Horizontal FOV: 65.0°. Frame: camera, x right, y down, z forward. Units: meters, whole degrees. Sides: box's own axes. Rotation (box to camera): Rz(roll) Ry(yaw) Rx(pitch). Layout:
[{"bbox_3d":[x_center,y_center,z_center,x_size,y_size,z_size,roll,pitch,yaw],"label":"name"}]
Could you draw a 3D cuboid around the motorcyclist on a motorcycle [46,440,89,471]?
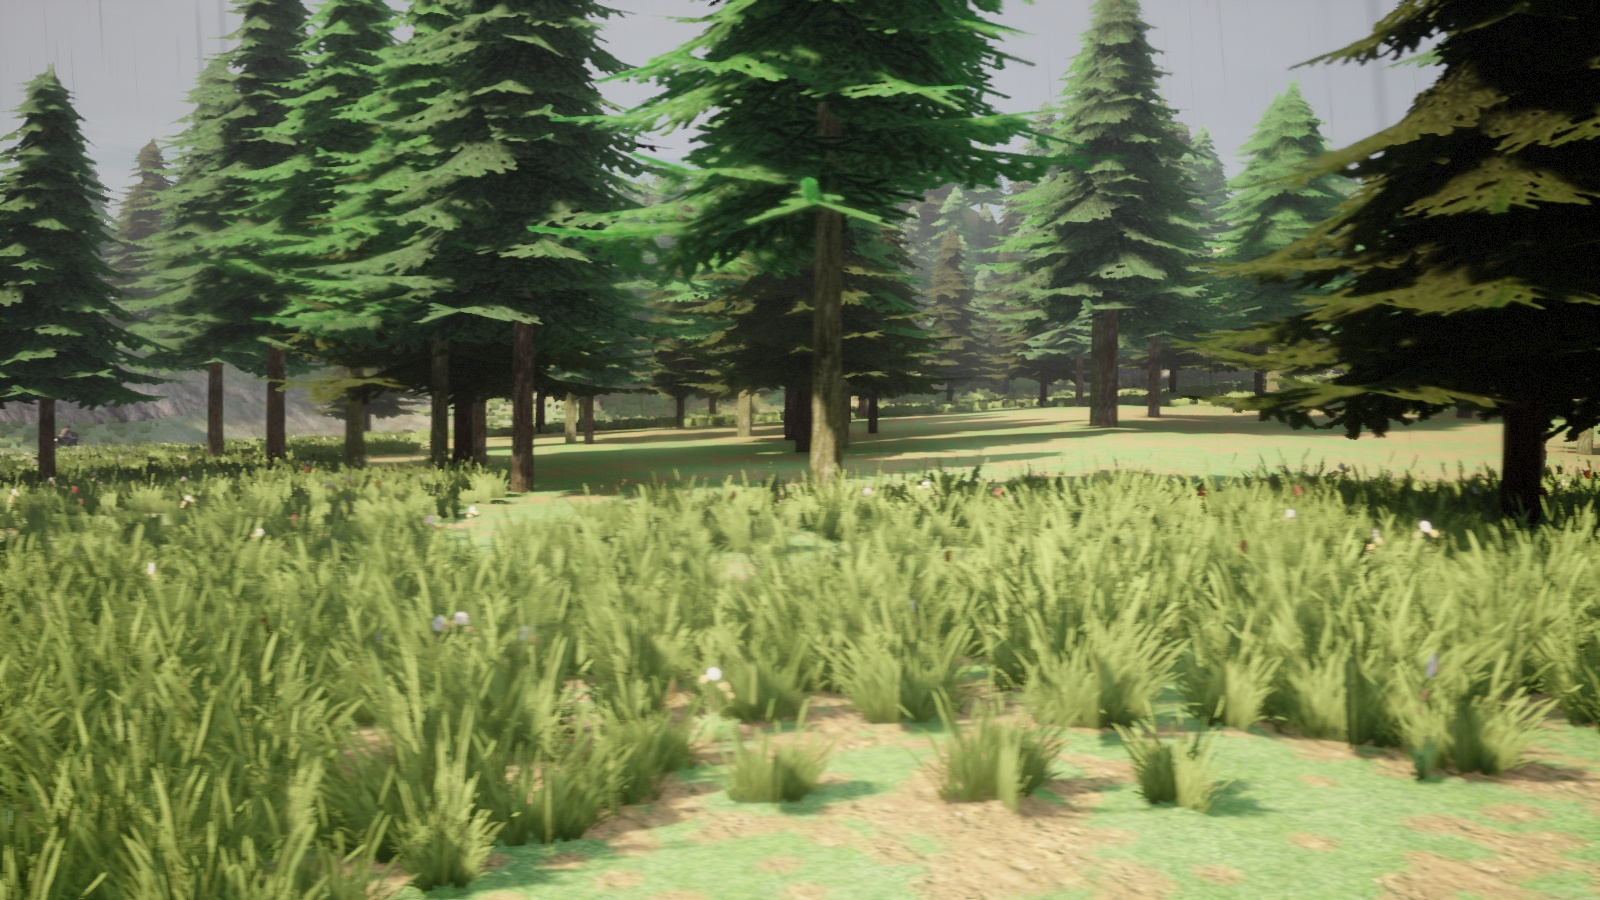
[{"bbox_3d":[-37.190,0.281,63.752,0.797,1.523,2.044,1,1,7],"label":"motorcyclist on a motorcycle"}]
